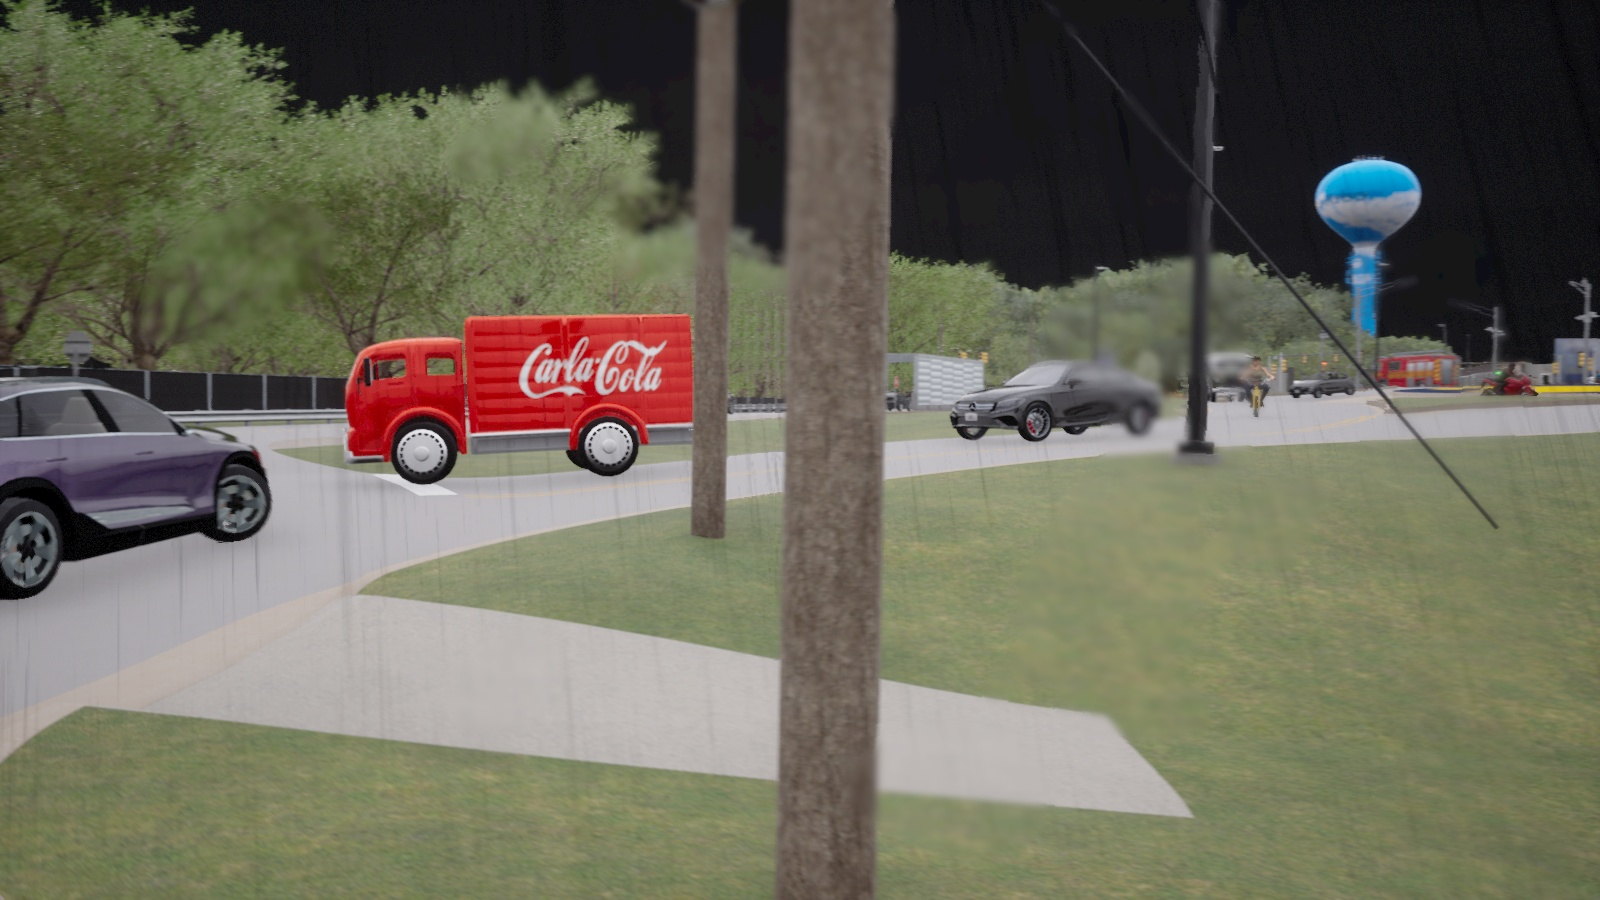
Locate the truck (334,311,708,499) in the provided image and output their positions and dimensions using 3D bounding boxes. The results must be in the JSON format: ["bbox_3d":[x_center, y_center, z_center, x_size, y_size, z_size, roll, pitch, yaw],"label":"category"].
[{"bbox_3d":[-4.338,-0.734,19.680,5.204,2.467,2.627,-4,2,-16],"label":"truck"}]

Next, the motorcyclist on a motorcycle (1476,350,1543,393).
[{"bbox_3d":[26.511,-2.928,46.954,0.797,1.523,2.044,-3,3,-34],"label":"motorcyclist on a motorcycle"}]

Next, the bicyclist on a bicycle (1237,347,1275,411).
[{"bbox_3d":[11.821,-1.838,32.561,0.866,1.612,1.509,0,3,18],"label":"bicyclist on a bicycle"}]

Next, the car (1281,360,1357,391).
[{"bbox_3d":[30.352,-4.365,73.427,4.193,1.474,1.816,-6,4,-28],"label":"car"}]

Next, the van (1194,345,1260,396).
[{"bbox_3d":[18.095,-3.350,53.363,2.069,2.038,4.480,1,2,12],"label":"van"}]

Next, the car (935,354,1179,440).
[{"bbox_3d":[4.935,-1.040,23.796,4.674,1.442,1.812,-4,3,-36],"label":"car"}]

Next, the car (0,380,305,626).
[{"bbox_3d":[-6.471,0.271,10.822,2.033,1.649,4.856,0,4,6],"label":"car"}]
